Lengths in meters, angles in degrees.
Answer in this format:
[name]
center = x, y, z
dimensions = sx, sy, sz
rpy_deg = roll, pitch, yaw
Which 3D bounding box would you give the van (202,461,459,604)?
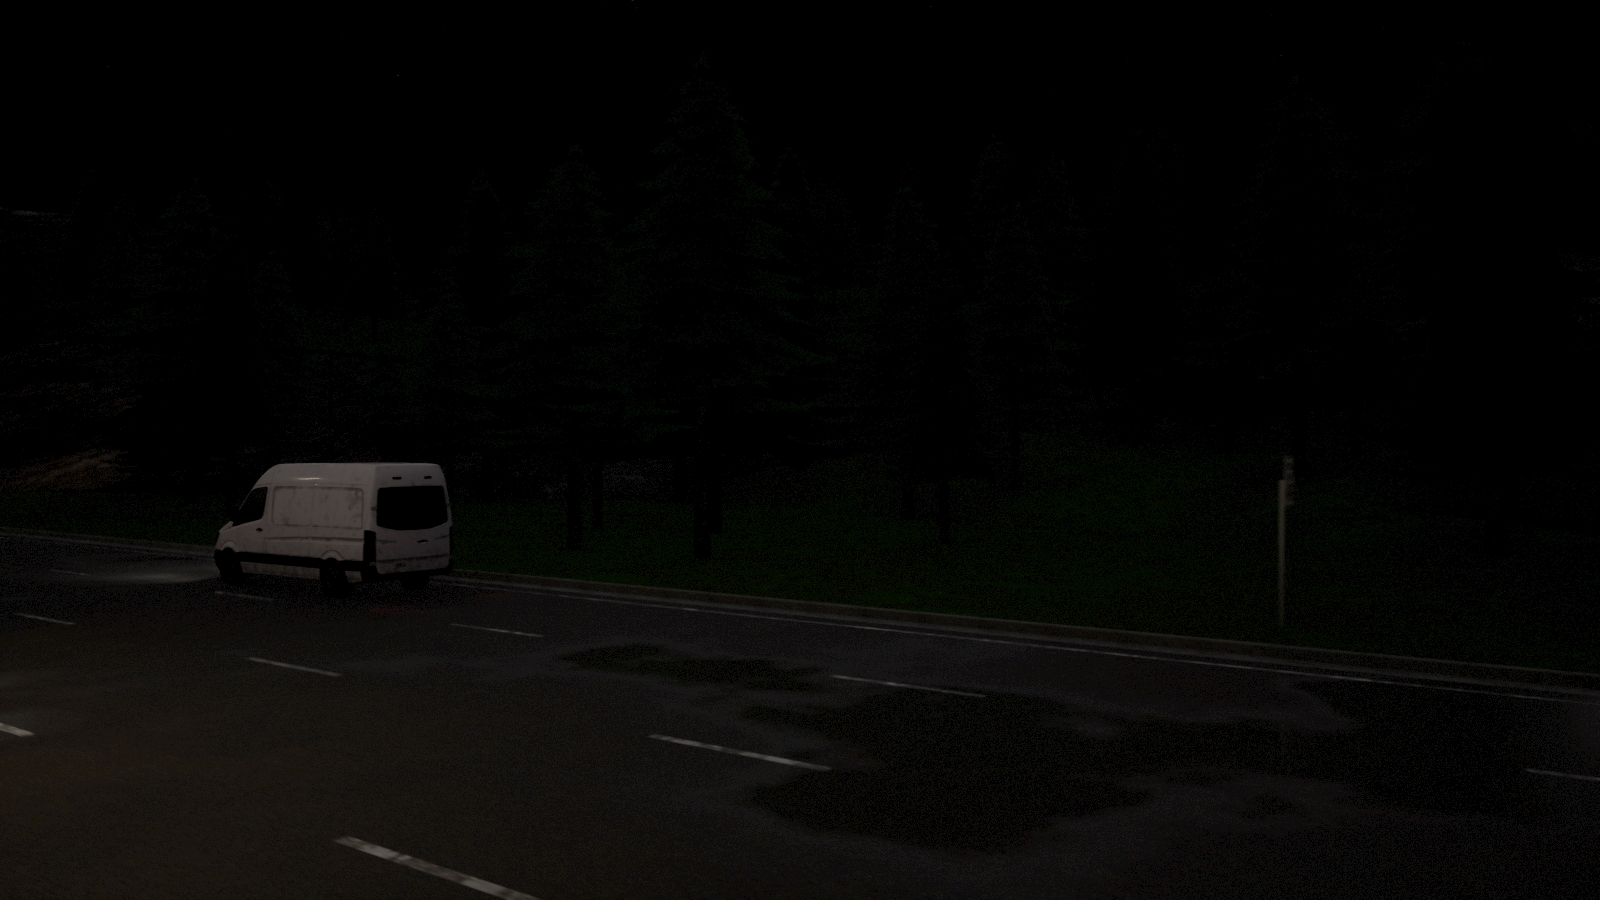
[van]
center = -9.704, 1.534, 23.383
dimensions = 5.915, 2.561, 1.988
rpy_deg = 0, 0, 35
